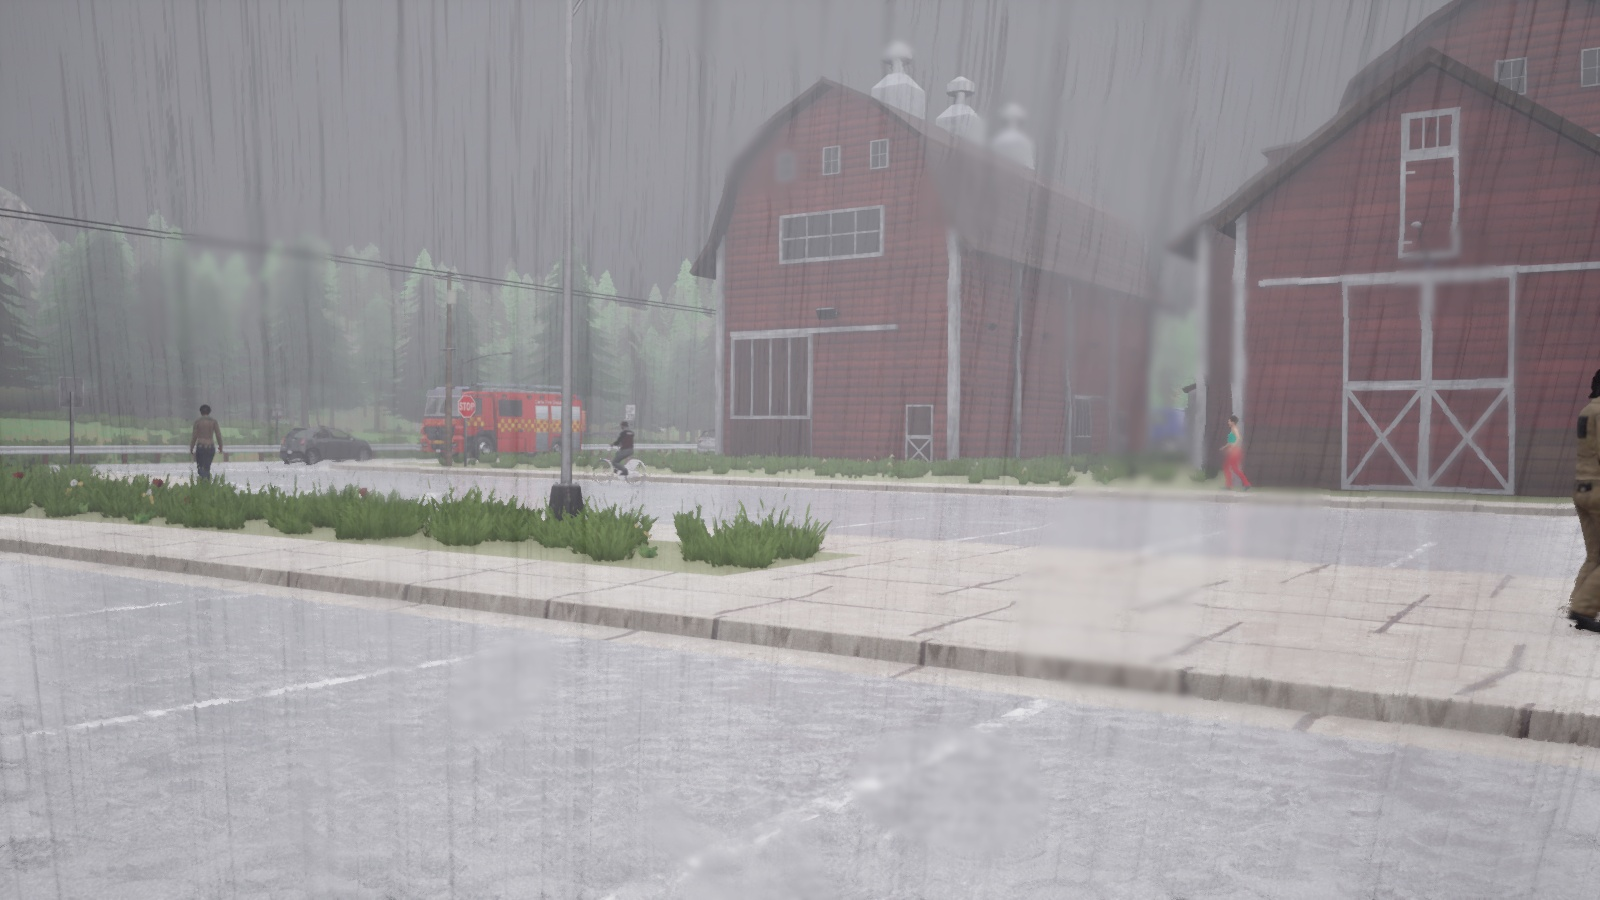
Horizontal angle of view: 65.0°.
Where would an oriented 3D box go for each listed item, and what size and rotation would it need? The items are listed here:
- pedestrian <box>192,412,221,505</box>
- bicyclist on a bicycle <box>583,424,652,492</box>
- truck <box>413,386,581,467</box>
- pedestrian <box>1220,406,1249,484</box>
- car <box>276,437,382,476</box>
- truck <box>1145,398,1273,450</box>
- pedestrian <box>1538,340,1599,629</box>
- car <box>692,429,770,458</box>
[{"bbox_3d":[-11.757,0.154,24.861,0.328,1.805,0.869,-1,1,-37],"label":"pedestrian"},{"bbox_3d":[-4.872,0.188,33.524,1.843,1.776,0.659,0,1,33],"label":"bicyclist on a bicycle"},{"bbox_3d":[-15.096,-1.162,63.388,2.891,3.827,8.468,0,1,34],"label":"truck"},{"bbox_3d":[10.297,-0.114,29.728,0.594,1.836,0.345,0,1,28],"label":"pedestrian"},{"bbox_3d":[-19.135,0.220,51.140,1.845,1.501,3.633,0,1,34],"label":"car"},{"bbox_3d":[28.263,-1.724,86.977,7.936,3.462,2.891,0,1,33],"label":"truck"},{"bbox_3d":[5.473,0.229,8.544,0.692,1.930,0.396,0,1,14],"label":"pedestrian"},{"bbox_3d":[-3.994,-0.393,73.595,2.242,1.667,4.611,0,1,34],"label":"car"}]
